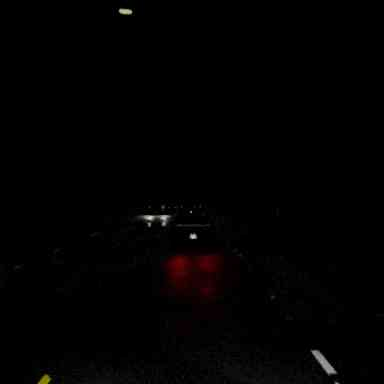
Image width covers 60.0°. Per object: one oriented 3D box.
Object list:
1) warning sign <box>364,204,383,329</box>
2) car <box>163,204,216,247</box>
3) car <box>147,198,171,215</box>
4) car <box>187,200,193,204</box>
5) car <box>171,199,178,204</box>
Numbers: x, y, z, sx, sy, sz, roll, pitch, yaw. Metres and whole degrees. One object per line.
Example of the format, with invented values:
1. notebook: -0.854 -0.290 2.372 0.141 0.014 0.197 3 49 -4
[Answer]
1. warning sign: 3.539 1.125 5.053 1.300 1.860 1.060 0 0 0
2. car: 0.043 1.538 15.364 2.128 1.511 4.902 0 0 0
3. car: -3.849 1.653 37.536 2.097 1.767 4.553 0 -1 -1
4. car: -0.088 1.769 31.351 1.994 1.385 4.181 0 -1 -1
5. car: -4.567 2.406 78.588 2.150 2.045 5.566 0 -2 -2
